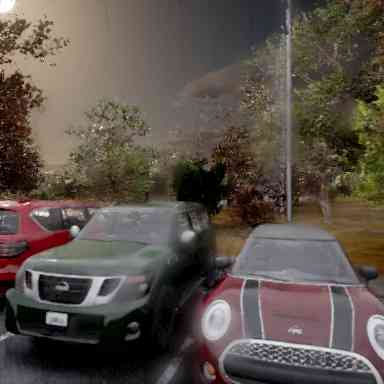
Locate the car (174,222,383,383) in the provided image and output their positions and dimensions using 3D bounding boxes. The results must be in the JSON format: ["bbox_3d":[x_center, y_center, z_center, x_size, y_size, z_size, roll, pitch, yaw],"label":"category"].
[{"bbox_3d":[1.502,1.366,5.084,2.185,1.767,4.553,1,-1,15],"label":"car"}]

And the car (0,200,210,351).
[{"bbox_3d":[-0.937,1.236,6.737,2.435,2.045,5.566,1,-1,15],"label":"car"}]
